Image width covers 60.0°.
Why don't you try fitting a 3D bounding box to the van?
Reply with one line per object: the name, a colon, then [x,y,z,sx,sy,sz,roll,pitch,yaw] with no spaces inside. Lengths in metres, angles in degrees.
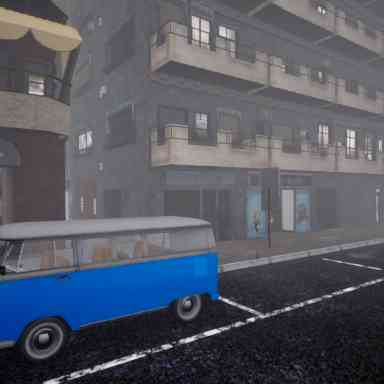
van: [-1.416,1.341,5.557,3.998,1.788,1.690,0,0,-35]
